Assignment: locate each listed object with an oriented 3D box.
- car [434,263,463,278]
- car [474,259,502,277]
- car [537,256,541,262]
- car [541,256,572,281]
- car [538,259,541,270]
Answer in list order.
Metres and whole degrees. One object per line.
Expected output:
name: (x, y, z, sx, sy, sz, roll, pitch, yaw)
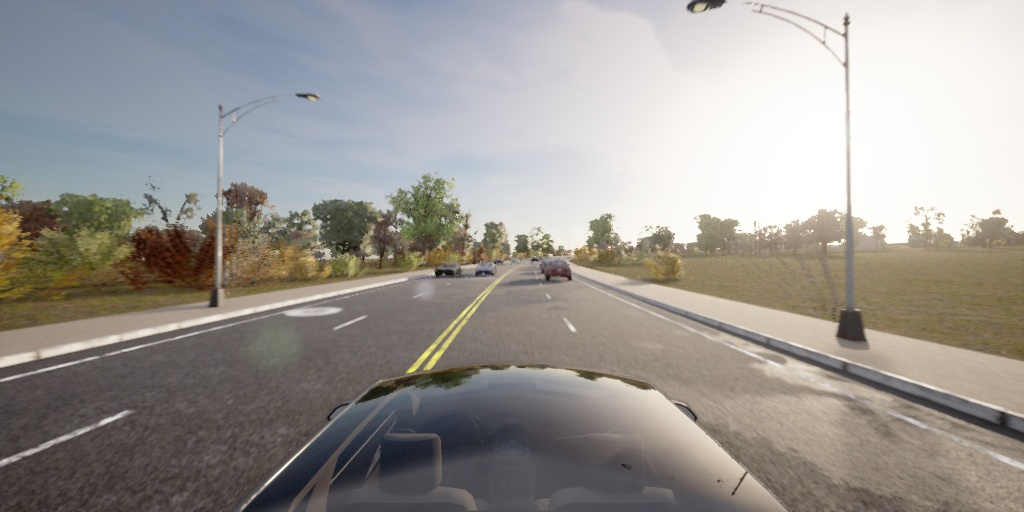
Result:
car: (-5.874, 1.321, 33.656, 1.895, 1.301, 4.718, 0, 0, 3)
car: (-2.510, 1.270, 35.809, 2.033, 1.411, 5.357, 0, 0, 3)
car: (5.046, 1.197, 52.290, 2.163, 1.488, 4.792, 0, 0, 4)
car: (3.819, 1.092, 30.413, 2.097, 1.767, 4.553, 0, 0, 2)
car: (4.347, 1.283, 41.355, 1.994, 1.385, 4.181, 0, 0, 3)
